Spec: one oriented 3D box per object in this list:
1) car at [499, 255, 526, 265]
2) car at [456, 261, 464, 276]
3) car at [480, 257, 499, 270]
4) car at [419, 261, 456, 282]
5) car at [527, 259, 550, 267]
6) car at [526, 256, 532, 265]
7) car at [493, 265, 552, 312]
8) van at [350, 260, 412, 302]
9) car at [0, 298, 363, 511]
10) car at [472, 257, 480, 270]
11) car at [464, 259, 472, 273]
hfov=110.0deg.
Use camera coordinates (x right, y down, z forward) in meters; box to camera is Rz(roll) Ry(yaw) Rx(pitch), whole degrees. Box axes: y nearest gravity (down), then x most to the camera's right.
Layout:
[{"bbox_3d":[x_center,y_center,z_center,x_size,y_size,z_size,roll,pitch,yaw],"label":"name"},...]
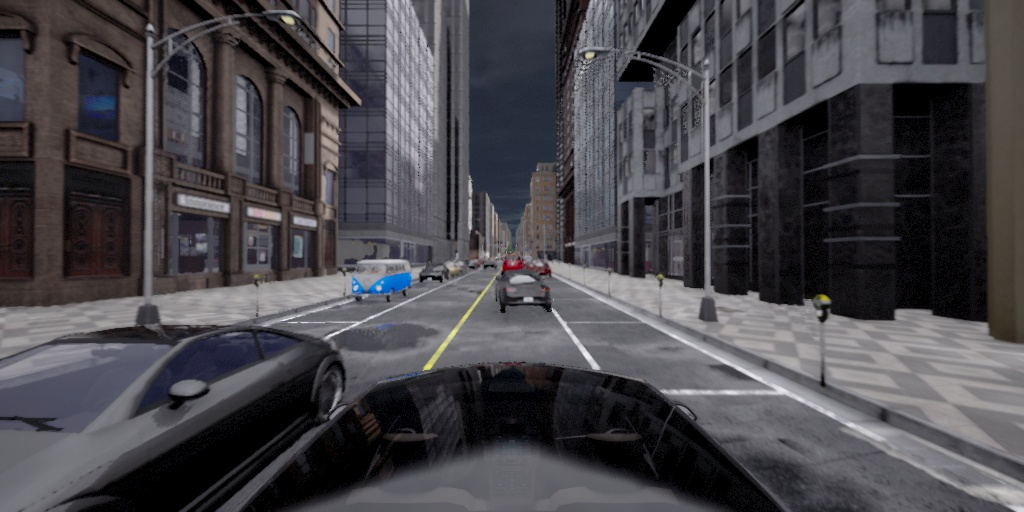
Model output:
[{"bbox_3d":[0.089,0.881,37.912,2.150,2.045,5.566,0,0,0],"label":"car"},{"bbox_3d":[-5.865,1.196,33.110,1.751,1.417,4.829,0,0,0],"label":"car"},{"bbox_3d":[-3.013,1.231,50.337,1.895,1.301,4.718,0,0,0],"label":"car"},{"bbox_3d":[-5.864,1.250,27.655,1.948,1.339,4.313,0,0,0],"label":"car"},{"bbox_3d":[2.661,1.216,33.276,1.888,1.381,4.507,0,0,0],"label":"car"},{"bbox_3d":[2.659,1.096,38.900,1.967,1.591,4.097,0,0,0],"label":"car"},{"bbox_3d":[0.355,1.244,13.967,1.812,1.442,4.674,0,0,-5],"label":"car"},{"bbox_3d":[-5.860,1.054,16.406,1.690,1.789,3.998,0,0,0],"label":"van"},{"bbox_3d":[-3.100,1.311,2.881,1.994,1.385,4.181,0,0,0],"label":"car"},{"bbox_3d":[-5.870,1.196,50.153,1.948,1.339,4.313,0,0,0],"label":"car"},{"bbox_3d":[-5.867,1.208,38.905,2.007,1.370,4.403,0,0,0],"label":"car"}]
